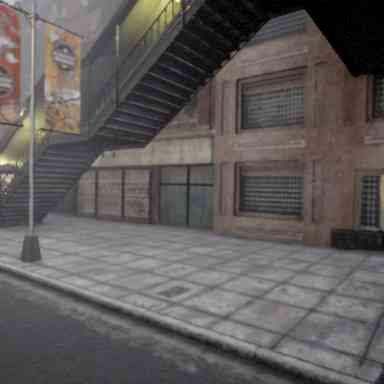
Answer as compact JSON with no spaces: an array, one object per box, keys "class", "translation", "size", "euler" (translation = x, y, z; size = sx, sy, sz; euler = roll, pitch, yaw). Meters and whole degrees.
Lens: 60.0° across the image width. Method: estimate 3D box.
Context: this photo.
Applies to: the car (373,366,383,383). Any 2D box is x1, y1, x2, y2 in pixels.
[{"class":"car","translation":[3.531,1.288,0.787],"size":[5.566,2.045,2.435],"euler":[2,1,36]}]
